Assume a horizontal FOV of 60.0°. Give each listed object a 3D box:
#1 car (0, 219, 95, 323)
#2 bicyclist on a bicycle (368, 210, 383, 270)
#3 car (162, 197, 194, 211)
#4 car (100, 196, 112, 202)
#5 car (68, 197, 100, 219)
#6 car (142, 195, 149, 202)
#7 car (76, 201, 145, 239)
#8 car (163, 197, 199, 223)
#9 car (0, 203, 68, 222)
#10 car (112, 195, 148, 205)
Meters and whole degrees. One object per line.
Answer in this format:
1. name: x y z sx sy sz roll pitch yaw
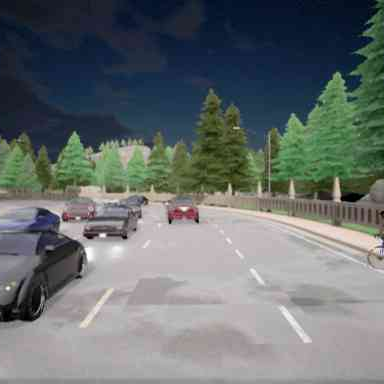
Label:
1. car: -3.692 1.510 6.994 1.994 1.385 4.181 0 0 -1
2. bicyclist on a bicycle: 5.612 1.298 9.219 1.656 1.620 0.582 -9 1 0
3. car: -1.639 1.313 37.718 1.895 1.301 4.718 0 0 -26
4. car: -12.178 1.248 46.357 1.895 1.301 4.718 0 1 -43
5. car: -8.188 1.165 24.573 2.097 1.767 4.553 0 0 -13
6. car: -8.104 1.143 47.244 1.837 1.490 4.892 0 0 -43
7. car: -3.841 1.420 16.667 2.033 1.411 5.357 0 0 -2
8. car: -0.816 1.169 23.902 2.097 1.767 4.553 0 0 -8
9. car: -7.333 1.414 14.691 1.812 1.442 4.674 0 0 -2
10. car: -5.165 1.286 26.963 2.128 1.511 4.902 0 0 -15
